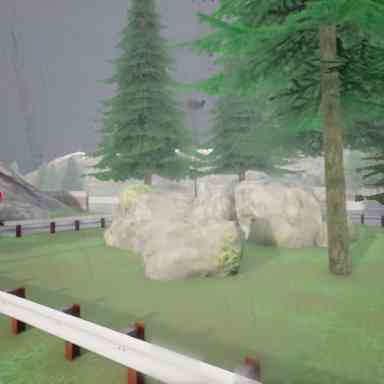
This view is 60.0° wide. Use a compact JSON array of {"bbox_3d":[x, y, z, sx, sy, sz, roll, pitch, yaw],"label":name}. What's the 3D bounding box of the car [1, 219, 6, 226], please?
[{"bbox_3d":[-11.380,1.371,15.118,5.357,1.411,2.033,0,0,4],"label":"car"}]
